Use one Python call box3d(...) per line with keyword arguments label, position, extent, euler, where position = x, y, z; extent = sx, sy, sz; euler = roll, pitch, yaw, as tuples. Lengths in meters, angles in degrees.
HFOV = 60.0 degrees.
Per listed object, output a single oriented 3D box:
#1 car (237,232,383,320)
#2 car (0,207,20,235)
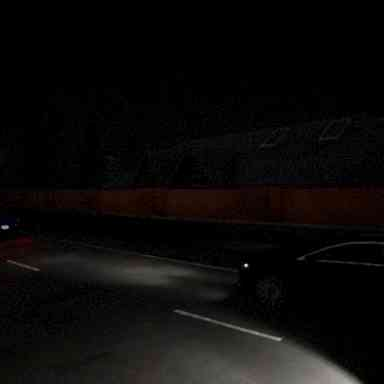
box3d(label="car", position=(3.208, 1.504, 6.108), extent=(4.902, 1.511, 2.128), euler=(0, 0, 36))
box3d(label="car", position=(-10.741, 1.536, 17.742), extent=(4.674, 1.442, 1.812), euler=(0, 0, 43))
